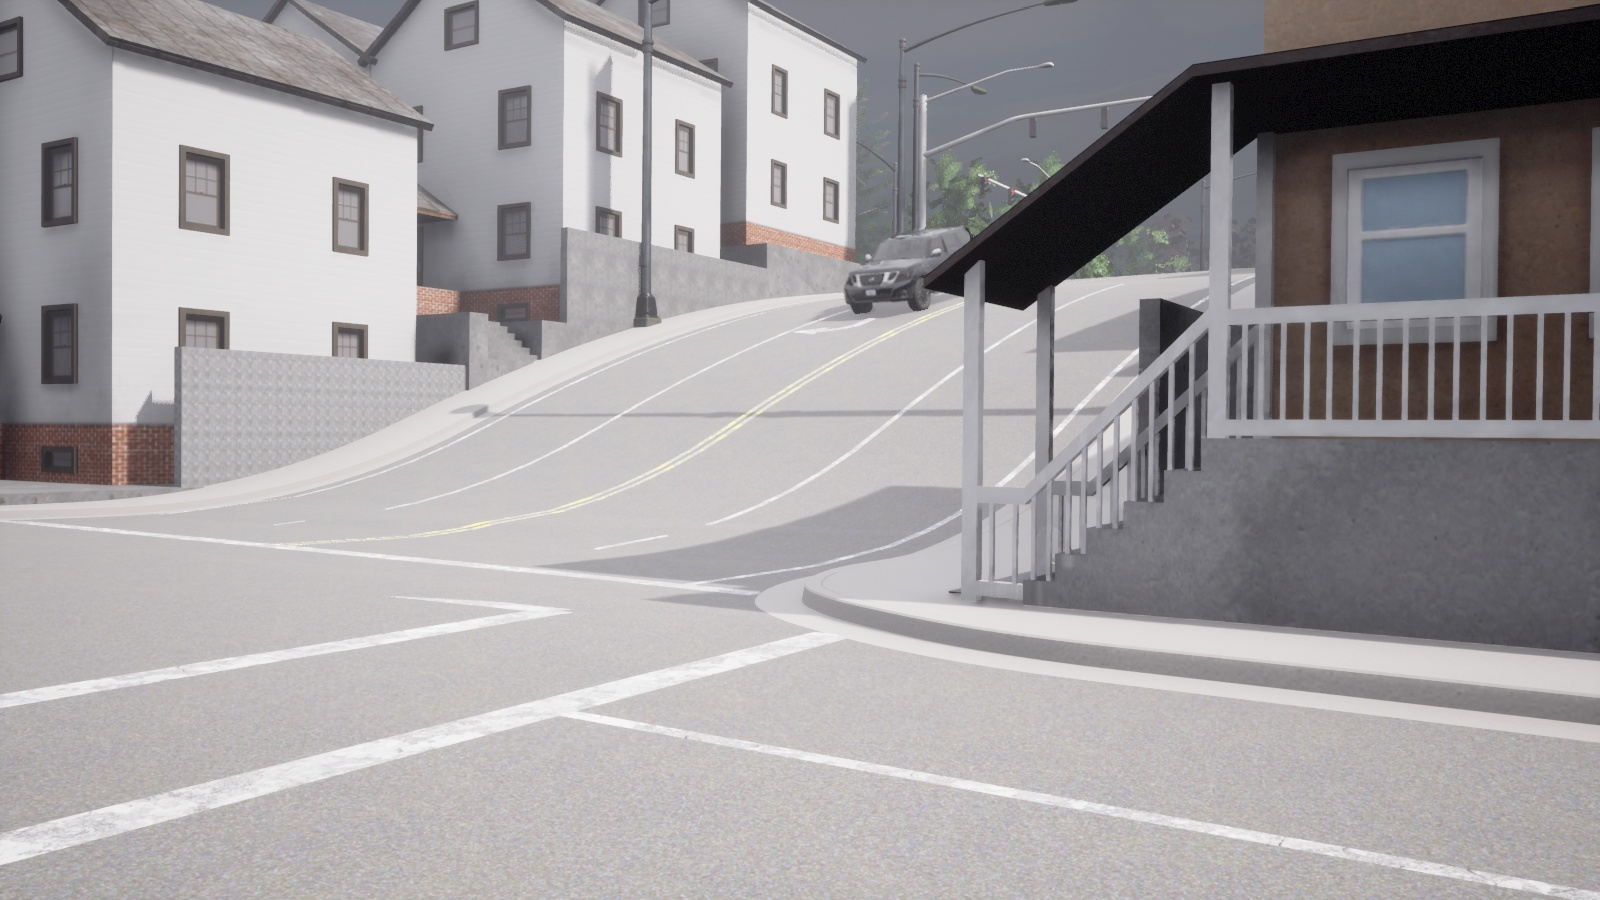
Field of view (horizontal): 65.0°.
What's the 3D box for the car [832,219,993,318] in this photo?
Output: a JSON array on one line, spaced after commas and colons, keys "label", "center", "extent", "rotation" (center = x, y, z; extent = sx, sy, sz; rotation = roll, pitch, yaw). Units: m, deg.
[{"label": "car", "center": [3.387, -5.328, 36.457], "extent": [2.150, 2.045, 5.566], "rotation": [0, 14, 33]}]
